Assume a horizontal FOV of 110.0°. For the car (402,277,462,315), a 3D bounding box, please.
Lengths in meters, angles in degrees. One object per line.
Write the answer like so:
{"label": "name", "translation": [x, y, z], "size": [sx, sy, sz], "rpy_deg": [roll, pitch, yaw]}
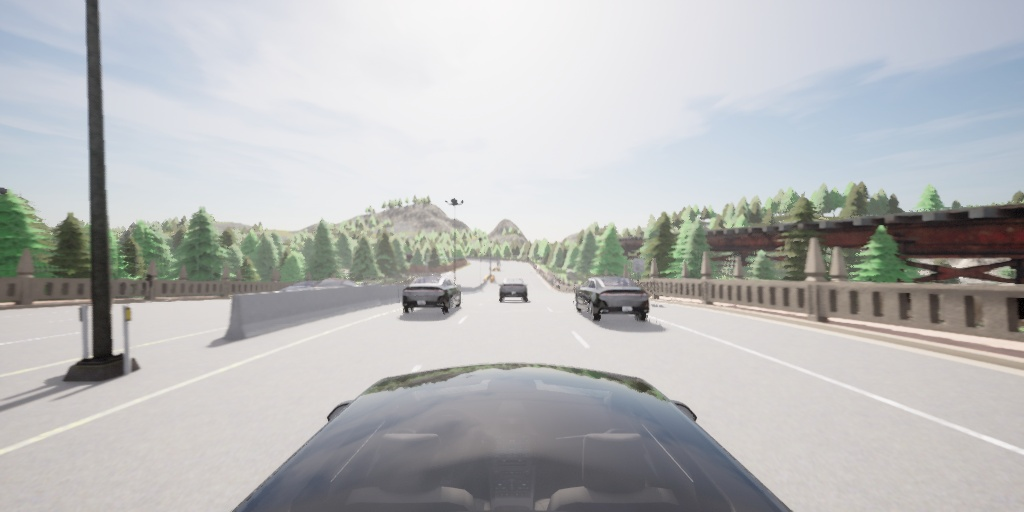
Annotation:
{"label": "car", "translation": [-3.401, 1.674, 15.909], "size": [2.128, 1.511, 4.902], "rpy_deg": [0, -3, 0]}

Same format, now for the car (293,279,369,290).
{"label": "car", "translation": [-10.598, 2.093, 21.425], "size": [1.812, 1.442, 4.674], "rpy_deg": [0, -5, 0]}

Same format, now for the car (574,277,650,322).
{"label": "car", "translation": [3.599, 1.553, 13.637], "size": [2.128, 1.511, 4.902], "rpy_deg": [0, -3, 0]}

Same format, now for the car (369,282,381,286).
{"label": "car", "translation": [-17.578, 3.939, 44.197], "size": [2.097, 1.767, 4.553], "rpy_deg": [0, -5, 0]}

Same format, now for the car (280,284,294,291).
{"label": "car", "translation": [-14.095, 2.413, 24.773], "size": [1.994, 1.385, 4.181], "rpy_deg": [0, -5, 0]}

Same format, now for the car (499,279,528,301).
{"label": "car", "translation": [0.099, 2.363, 25.132], "size": [2.128, 1.511, 4.902], "rpy_deg": [0, -5, 0]}
